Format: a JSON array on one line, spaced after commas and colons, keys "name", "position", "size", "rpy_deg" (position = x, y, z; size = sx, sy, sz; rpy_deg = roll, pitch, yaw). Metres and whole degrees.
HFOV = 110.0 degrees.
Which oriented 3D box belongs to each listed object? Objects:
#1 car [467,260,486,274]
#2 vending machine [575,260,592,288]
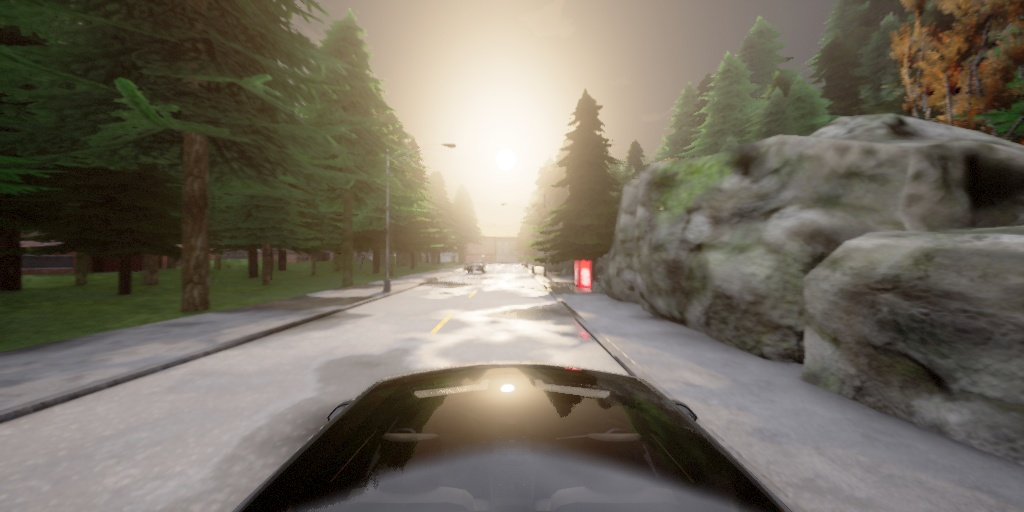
[{"name": "car", "position": [-4.052, 1.241, 41.600], "size": [2.128, 1.511, 4.902], "rpy_deg": [0, 0, 0]}, {"name": "vending machine", "position": [4.309, 1.166, 21.690], "size": [1.100, 2.100, 0.880], "rpy_deg": [0, 0, 0]}]
